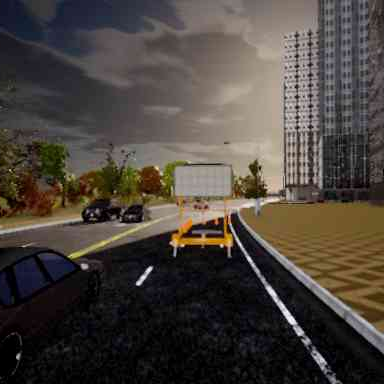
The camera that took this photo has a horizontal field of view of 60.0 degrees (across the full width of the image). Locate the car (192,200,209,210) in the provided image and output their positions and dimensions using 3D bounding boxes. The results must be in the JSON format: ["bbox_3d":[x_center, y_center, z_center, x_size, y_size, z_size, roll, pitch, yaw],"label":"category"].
[{"bbox_3d":[1.493,2.157,52.211,1.994,1.385,4.181,0,-1,9],"label":"car"}]

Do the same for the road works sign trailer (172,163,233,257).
[{"bbox_3d":[0.456,0.621,13.645,2.380,3.560,2.880,0,-1,4],"label":"road works sign trailer"}]

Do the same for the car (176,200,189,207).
[{"bbox_3d":[-1.924,2.341,70.274,2.033,1.411,5.357,0,-1,11],"label":"car"}]

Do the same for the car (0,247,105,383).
[{"bbox_3d":[-3.011,1.619,5.327,2.033,1.411,5.357,0,-1,2],"label":"car"}]

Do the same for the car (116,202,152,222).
[{"bbox_3d":[-4.865,1.859,29.739,1.837,1.490,4.892,0,-1,6],"label":"car"}]

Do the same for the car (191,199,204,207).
[{"bbox_3d":[1.243,2.312,69.545,1.812,1.442,4.674,0,-1,11],"label":"car"}]

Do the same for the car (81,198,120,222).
[{"bbox_3d":[-8.075,1.591,30.444,2.150,2.045,5.566,0,-1,6],"label":"car"}]
